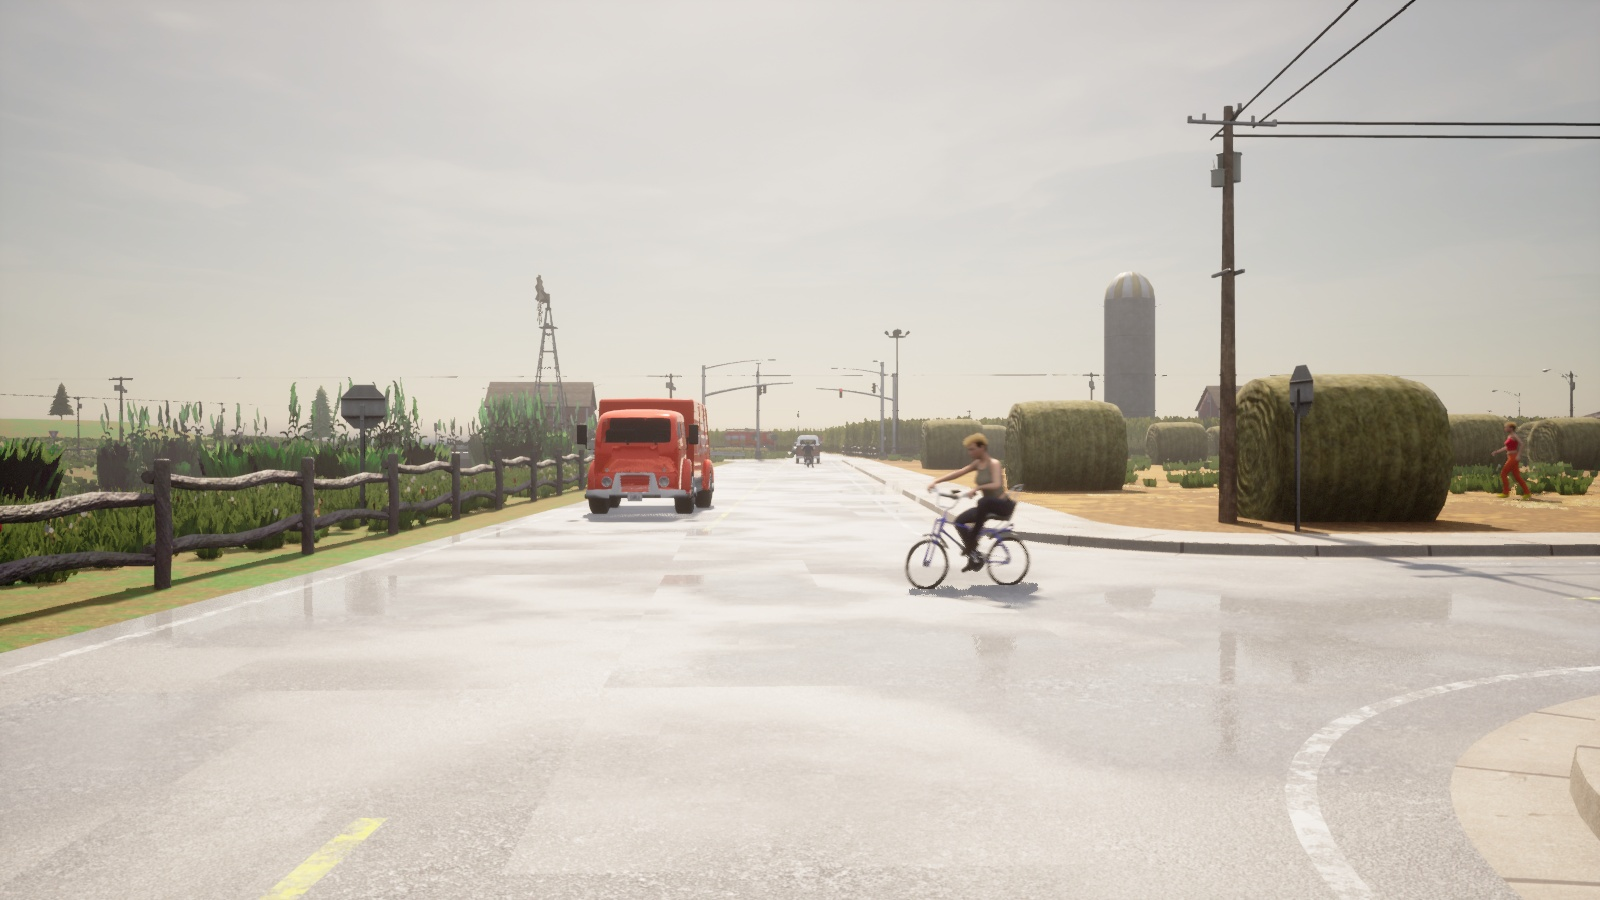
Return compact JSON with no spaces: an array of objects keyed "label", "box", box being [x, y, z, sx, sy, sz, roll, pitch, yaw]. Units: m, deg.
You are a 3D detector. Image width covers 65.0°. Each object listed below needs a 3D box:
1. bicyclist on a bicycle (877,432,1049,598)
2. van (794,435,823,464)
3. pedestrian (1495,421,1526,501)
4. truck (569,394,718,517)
[{"label":"bicyclist on a bicycle","box":[1.680,0.632,13.006,1.509,1.612,0.866,0,2,-22]},{"label":"van","box":[0.589,-0.048,91.887,2.069,2.038,4.480,0,0,0]},{"label":"pedestrian","box":[16.607,0.254,29.348,0.594,1.836,0.345,0,0,23]},{"label":"truck","box":[-3.311,0.100,27.866,2.627,2.467,5.204,0,0,0]}]
